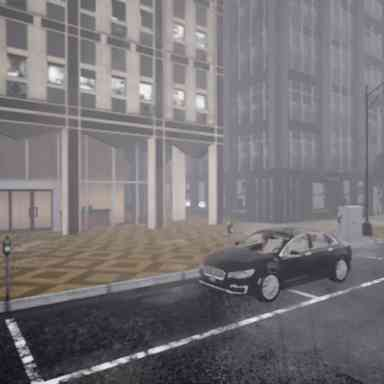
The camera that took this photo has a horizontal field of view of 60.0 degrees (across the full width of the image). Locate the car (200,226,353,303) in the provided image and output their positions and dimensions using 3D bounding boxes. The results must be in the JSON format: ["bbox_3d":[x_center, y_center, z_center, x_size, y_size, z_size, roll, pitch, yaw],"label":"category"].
[{"bbox_3d":[2.201,1.564,8.134,4.403,1.369,2.008,0,0,-35],"label":"car"}]
